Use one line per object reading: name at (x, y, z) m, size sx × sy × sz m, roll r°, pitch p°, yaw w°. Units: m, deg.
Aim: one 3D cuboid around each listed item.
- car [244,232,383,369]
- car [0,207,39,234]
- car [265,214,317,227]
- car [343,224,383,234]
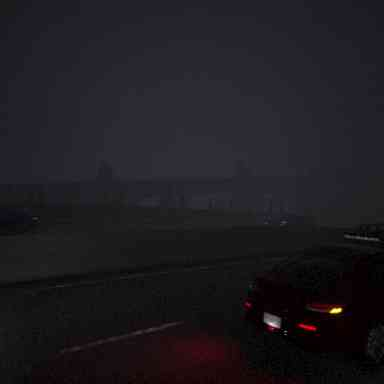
car at (2.967, 1.656, 5.862) m, size 4.674 × 1.442 × 1.812 m, roll 2°, pitch -1°, yaw -35°
car at (-10.745, 1.549, 17.810) m, size 4.674 × 1.442 × 1.812 m, roll 1°, pitch -1°, yaw -35°
car at (7.998, 2.517, 26.813) m, size 4.553 × 1.767 × 2.097 m, roll 5°, pitch -3°, yaw -35°
car at (8.089, 2.091, 13.816) m, size 4.902 × 1.511 × 2.128 m, roll 5°, pitch -3°, yaw -35°
